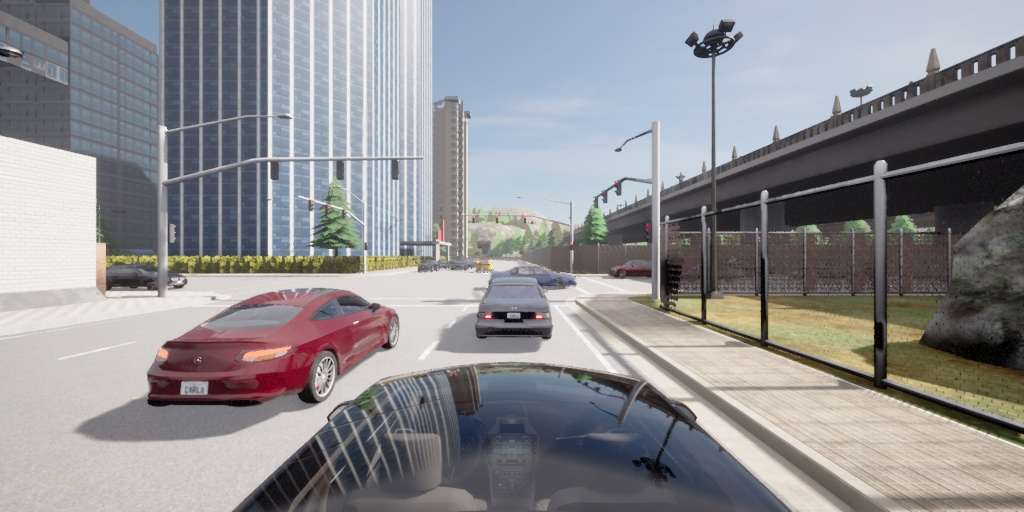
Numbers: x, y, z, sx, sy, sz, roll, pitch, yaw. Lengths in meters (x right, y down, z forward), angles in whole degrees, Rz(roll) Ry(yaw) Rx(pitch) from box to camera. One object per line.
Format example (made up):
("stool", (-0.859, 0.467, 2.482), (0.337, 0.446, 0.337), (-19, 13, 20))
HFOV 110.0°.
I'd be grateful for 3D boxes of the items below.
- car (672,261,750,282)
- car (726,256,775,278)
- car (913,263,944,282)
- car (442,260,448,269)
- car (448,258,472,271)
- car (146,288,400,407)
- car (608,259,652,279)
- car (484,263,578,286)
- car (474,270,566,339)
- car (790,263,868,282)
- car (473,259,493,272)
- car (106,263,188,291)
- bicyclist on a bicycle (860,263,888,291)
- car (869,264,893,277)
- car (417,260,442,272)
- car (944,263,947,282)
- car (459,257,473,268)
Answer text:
("car", (15.839, 1.352, 29.181), (5.357, 1.411, 2.033), (0, 0, 0))
("car", (20.777, 1.026, 32.701), (5.566, 2.045, 2.150), (0, 0, 0))
("car", (35.737, 1.309, 29.244), (4.892, 1.490, 1.837), (0, 0, 0))
("car", (-10.693, 1.274, 55.011), (1.812, 1.442, 4.674), (0, 0, 0))
("car", (-7.180, 1.312, 49.545), (1.994, 1.385, 4.181), (0, 0, 0))
("car", (-3.450, 1.276, 6.211), (1.812, 1.442, 4.674), (0, 0, 0))
("car", (11.200, 1.156, 32.724), (4.553, 1.767, 2.097), (0, 0, 2))
("car", (1.218, 1.317, 21.921), (5.357, 1.411, 2.033), (0, 0, 0))
("car", (0.079, 1.297, 10.031), (2.033, 1.411, 5.357), (0, 0, 1))
("car", (25.412, 1.296, 29.218), (4.902, 1.511, 2.128), (0, 0, 0))
("car", (-3.469, 1.226, 45.788), (1.882, 1.535, 5.008), (0, 0, 0))
("car", (-22.584, 1.330, 21.840), (4.674, 1.442, 1.812), (0, 0, 0))
("bicyclist on a bicycle", (18.266, 1.106, 18.208), (0.582, 1.620, 1.656), (0, 0, 0))
("car", (31.384, 1.352, 32.741), (5.357, 1.411, 2.033), (0, 0, 0))
("car", (-10.680, 1.253, 45.772), (1.837, 1.490, 4.892), (0, 0, 0))
("car", (35.078, 1.026, 25.560), (5.566, 2.045, 2.150), (0, 0, 0))
("car", (-7.186, 1.295, 58.783), (2.033, 1.411, 5.357), (0, 0, 0))
